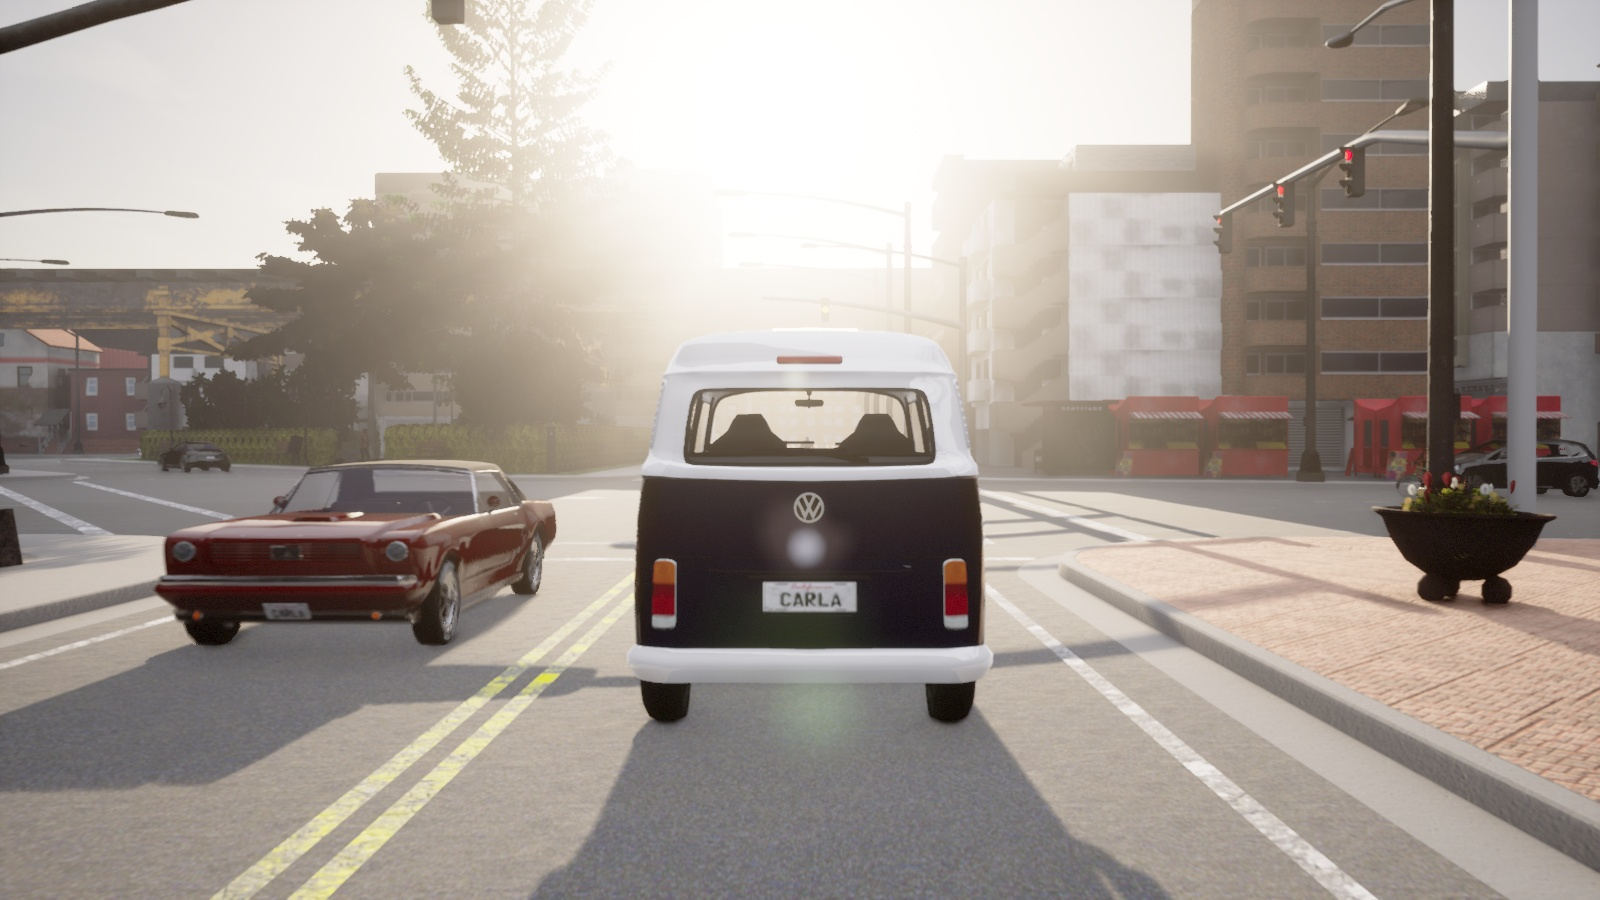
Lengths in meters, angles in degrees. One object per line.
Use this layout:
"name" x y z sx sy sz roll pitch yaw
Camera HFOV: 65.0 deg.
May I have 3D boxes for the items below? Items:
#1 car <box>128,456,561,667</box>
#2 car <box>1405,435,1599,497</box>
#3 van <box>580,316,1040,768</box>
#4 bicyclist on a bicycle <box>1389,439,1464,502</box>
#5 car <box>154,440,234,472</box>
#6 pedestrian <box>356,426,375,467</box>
"car" -3.426 0.740 10.556 1.895 1.301 4.718 0 1 0
"car" 20.369 0.439 36.360 4.611 1.667 2.242 1 1 0
"van" 0.059 0.392 7.899 2.069 2.038 4.480 0 1 0
"bicyclist on a bicycle" 16.385 0.531 32.859 1.656 1.620 0.582 0 1 0
"car" -27.278 0.236 56.463 1.994 1.385 4.181 0 1 -44
"pedestrian" -19.210 -0.154 55.523 0.869 1.805 0.328 0 1 37
